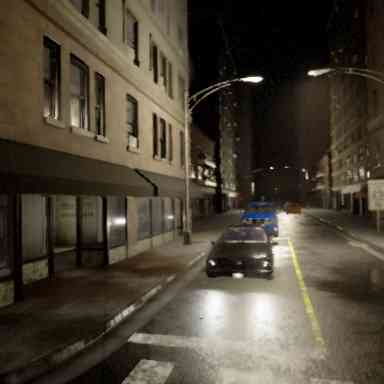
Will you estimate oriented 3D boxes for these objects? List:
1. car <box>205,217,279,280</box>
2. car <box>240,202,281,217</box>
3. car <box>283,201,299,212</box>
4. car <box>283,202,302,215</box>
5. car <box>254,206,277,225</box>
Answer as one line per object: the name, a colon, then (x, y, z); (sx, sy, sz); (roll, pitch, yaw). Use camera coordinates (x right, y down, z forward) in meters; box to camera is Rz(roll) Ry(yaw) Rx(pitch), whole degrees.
car: (1.822, 1.793, 11.052); (2.033, 1.411, 5.357); (-2, -1, 14)
car: (4.328, 1.662, 20.931); (2.150, 2.045, 5.566); (-2, -1, 14)
car: (16.617, 2.420, 55.969); (2.097, 1.767, 4.553); (-1, -1, 10)
car: (14.007, 2.348, 45.954); (1.882, 1.535, 5.008); (-2, -1, 14)
car: (6.888, 2.116, 30.913); (1.882, 1.535, 5.008); (-2, -1, 15)
